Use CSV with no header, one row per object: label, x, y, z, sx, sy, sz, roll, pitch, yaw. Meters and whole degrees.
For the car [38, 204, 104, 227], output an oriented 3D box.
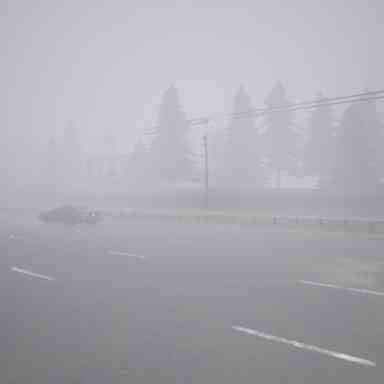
car,-8.384,1.546,22.881,5.357,1.411,2.033,0,0,36
